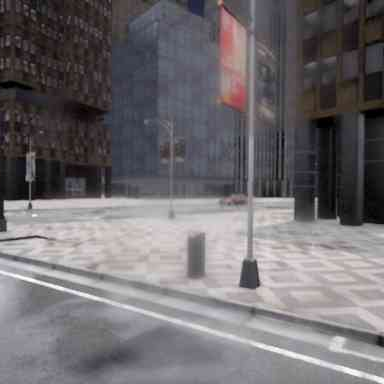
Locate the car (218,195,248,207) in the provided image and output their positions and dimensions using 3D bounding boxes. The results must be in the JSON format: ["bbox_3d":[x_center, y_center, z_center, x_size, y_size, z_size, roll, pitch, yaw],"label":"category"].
[{"bbox_3d":[5.707,1.146,45.294,4.553,1.767,2.097,0,0,-41],"label":"car"}]
